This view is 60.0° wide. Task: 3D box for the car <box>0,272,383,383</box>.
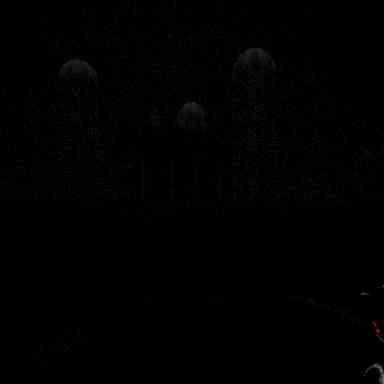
[{"bbox_3d":[0.017,1.565,3.083,4.181,1.385,1.994,0,0,-35],"label":"car"}]
